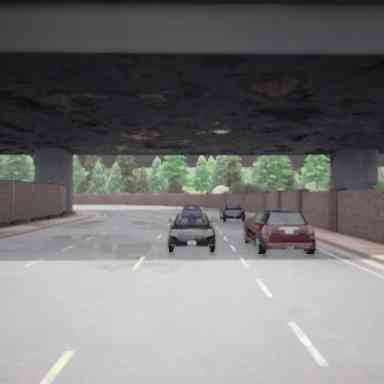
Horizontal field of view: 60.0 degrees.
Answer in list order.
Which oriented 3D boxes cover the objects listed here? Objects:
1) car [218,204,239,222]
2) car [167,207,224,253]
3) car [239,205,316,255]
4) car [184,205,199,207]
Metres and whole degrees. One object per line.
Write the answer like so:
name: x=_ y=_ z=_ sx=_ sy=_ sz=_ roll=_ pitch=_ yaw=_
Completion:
car: x=3.461 y=1.762 z=29.278 sx=2.128 sy=1.511 sz=4.902 roll=0 pitch=0 yaw=-1
car: x=-0.004 y=1.625 z=14.290 sx=2.128 sy=1.511 sz=4.902 roll=0 pitch=0 yaw=0
car: x=3.495 y=1.480 z=14.078 sx=2.097 sy=1.767 sz=4.553 roll=0 pitch=-1 yaw=0
car: x=-0.022 y=1.814 z=28.979 sx=2.033 sy=1.411 sz=5.357 roll=0 pitch=0 yaw=0
